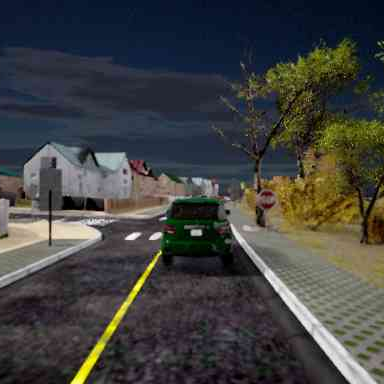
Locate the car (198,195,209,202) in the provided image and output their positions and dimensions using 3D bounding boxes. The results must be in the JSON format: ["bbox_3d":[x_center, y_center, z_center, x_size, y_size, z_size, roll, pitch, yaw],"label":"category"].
[{"bbox_3d":[2.549,1.438,70.479,1.812,1.442,4.674,0,0,8],"label":"car"}]

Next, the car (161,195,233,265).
[{"bbox_3d":[0.228,1.229,11.832,2.150,2.045,5.566,0,0,2],"label":"car"}]

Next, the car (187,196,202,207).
[{"bbox_3d":[0.481,1.526,55.034,2.097,1.767,4.553,0,0,7],"label":"car"}]
